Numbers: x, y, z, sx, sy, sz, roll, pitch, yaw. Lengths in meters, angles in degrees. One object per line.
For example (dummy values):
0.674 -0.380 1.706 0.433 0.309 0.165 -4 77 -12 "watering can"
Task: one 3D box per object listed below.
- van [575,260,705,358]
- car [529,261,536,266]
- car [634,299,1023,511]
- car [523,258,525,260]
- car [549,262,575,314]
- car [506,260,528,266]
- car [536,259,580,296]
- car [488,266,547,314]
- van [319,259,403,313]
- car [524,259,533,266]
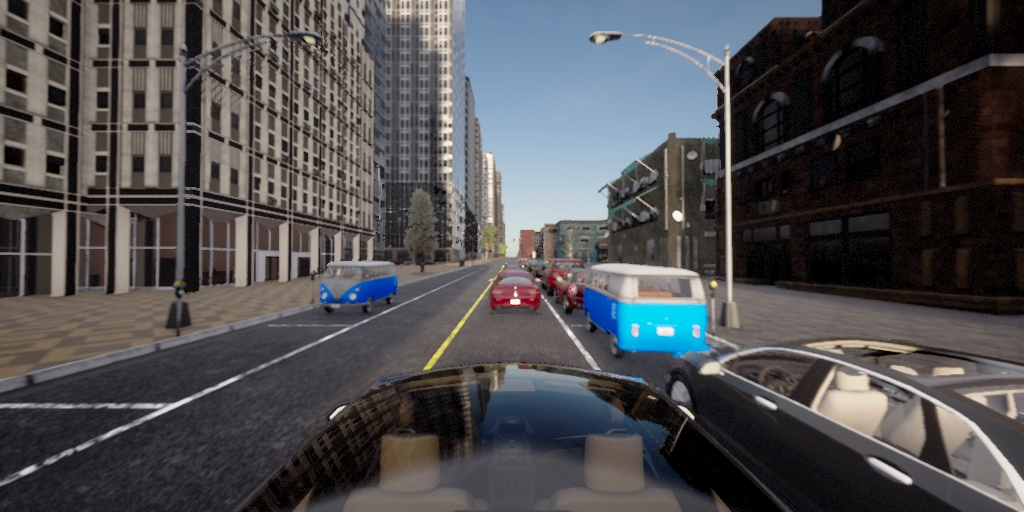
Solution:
2.693 1.089 8.159 1.690 1.789 3.998 0 0 0 "van"
2.698 1.304 30.069 1.948 1.339 4.313 0 0 0 "car"
2.691 1.300 2.681 2.007 1.370 4.403 0 0 0 "car"
2.702 1.278 46.502 2.007 1.370 4.403 0 0 0 "car"
2.694 1.186 13.636 1.967 1.591 4.097 0 0 0 "car"
0.105 1.302 30.860 1.994 1.385 4.181 0 0 0 "car"
2.695 1.059 19.115 2.192 1.841 5.009 0 0 0 "car"
0.103 1.272 13.551 1.812 1.442 4.674 0 0 0 "car"
-5.687 1.088 13.635 1.690 1.789 3.998 0 0 0 "van"
2.701 1.297 41.024 1.948 1.339 4.313 0 0 0 "car"
